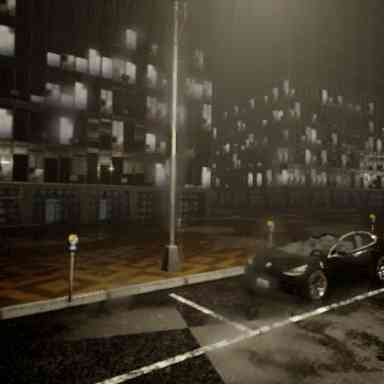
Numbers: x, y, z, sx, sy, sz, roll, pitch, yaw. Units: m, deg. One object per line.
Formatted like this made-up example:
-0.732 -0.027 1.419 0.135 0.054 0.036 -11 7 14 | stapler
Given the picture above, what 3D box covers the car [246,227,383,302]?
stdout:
3.322 1.597 8.389 4.313 1.339 1.947 0 1 -35 | car
